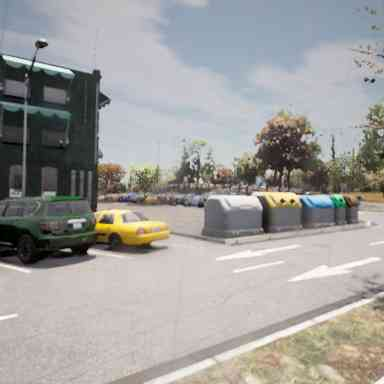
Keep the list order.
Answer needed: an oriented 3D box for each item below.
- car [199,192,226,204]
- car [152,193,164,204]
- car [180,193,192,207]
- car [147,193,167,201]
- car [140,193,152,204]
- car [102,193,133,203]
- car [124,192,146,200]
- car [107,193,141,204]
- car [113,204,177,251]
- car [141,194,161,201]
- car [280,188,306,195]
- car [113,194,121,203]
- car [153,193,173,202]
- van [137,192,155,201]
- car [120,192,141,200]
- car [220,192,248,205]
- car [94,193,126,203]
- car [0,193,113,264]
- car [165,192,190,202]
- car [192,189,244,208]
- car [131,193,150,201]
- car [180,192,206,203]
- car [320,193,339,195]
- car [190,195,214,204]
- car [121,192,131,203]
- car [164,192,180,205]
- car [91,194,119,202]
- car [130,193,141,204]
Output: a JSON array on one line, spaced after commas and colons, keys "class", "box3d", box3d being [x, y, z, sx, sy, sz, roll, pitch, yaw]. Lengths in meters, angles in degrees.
[{"class": "car", "box3d": [3.804, 1.168, 61.937, 2.435, 2.045, 5.566, 1, -2, 35]}, {"class": "car", "box3d": [-2.247, 0.879, 40.835, 2.185, 1.767, 4.553, 0, -1, 35]}, {"class": "car", "box3d": [1.148, 1.044, 35.998, 2.002, 1.452, 4.674, 1, 0, 35]}, {"class": "car", "box3d": [-8.321, 1.293, 79.262, 2.185, 1.767, 4.553, 1, -2, 35]}, {"class": "car", "box3d": [-3.816, 1.004, 43.443, 1.946, 1.575, 5.366, 0, -1, 35]}, {"class": "car", "box3d": [-12.359, 1.007, 55.441, 2.097, 1.535, 5.008, 1, 0, 35]}, {"class": "car", "box3d": [-15.189, 1.167, 89.186, 2.435, 2.045, 5.566, 1, -1, 35]}, {"class": "car", "box3d": [-10.768, 1.002, 52.853, 1.946, 1.575, 5.366, 1, 0, 35]}, {"class": "car", "box3d": [-3.414, 1.411, 13.686, 5.366, 1.575, 1.946, -1, 0, 35]}, {"class": "car", "box3d": [-10.011, 1.422, 81.765, 2.231, 1.521, 4.892, 1, -1, 35]}, {"class": "car", "box3d": [16.774, -0.022, 55.314, 1.994, 1.385, 4.181, 2, 3, -34]}, {"class": "car", "box3d": [-8.973, 1.007, 50.573, 2.097, 1.535, 5.008, 0, -1, 35]}, {"class": "car", "box3d": [-6.586, 1.293, 76.779, 2.185, 1.767, 4.553, 1, -2, 35]}, {"class": "van", "box3d": [-11.672, 1.198, 84.347, 1.878, 1.987, 4.442, 1, -2, 35]}, {"class": "car", "box3d": [-16.902, 1.168, 91.723, 2.435, 2.045, 5.566, 1, -2, 35]}, {"class": "car", "box3d": [7.220, 1.165, 56.923, 2.435, 2.045, 5.566, 1, -1, 35]}, {"class": "car", "box3d": [-14.144, 1.003, 57.713, 1.946, 1.575, 5.366, 1, 0, 35]}, {"class": "car", "box3d": [-5.756, 1.193, 11.844, 5.566, 2.045, 2.435, -1, 0, 35]}, {"class": "car", "box3d": [-3.098, 1.169, 71.865, 2.435, 2.045, 5.566, 1, -2, 35]}, {"class": "car", "box3d": [2.830, 0.752, 33.543, 2.435, 2.045, 5.566, 1, 0, 35]}, {"class": "car", "box3d": [-13.438, 1.295, 86.752, 2.185, 1.767, 4.553, 1, -1, 35]}, {"class": "car", "box3d": [0.313, 1.167, 66.852, 2.435, 2.045, 5.566, 1, -1, 35]}, {"class": "car", "box3d": [17.589, 1.164, 42.084, 2.435, 2.045, 5.566, 1, -2, 35]}, {"class": "car", "box3d": [2.037, 1.419, 64.388, 2.231, 1.521, 4.892, 1, -2, 35]}, {"class": "car", "box3d": [-7.304, 1.036, 48.121, 2.163, 1.488, 4.792, 1, 0, 35]}, {"class": "car", "box3d": [-0.544, 1.006, 38.425, 2.231, 1.521, 4.892, 0, -1, 35]}, {"class": "car", "box3d": [-15.723, 1.038, 60.325, 2.163, 1.488, 4.792, 0, -1, 35]}, {"class": "car", "box3d": [-5.602, 1.007, 45.712, 2.231, 1.521, 4.892, 0, -1, 35]}]
